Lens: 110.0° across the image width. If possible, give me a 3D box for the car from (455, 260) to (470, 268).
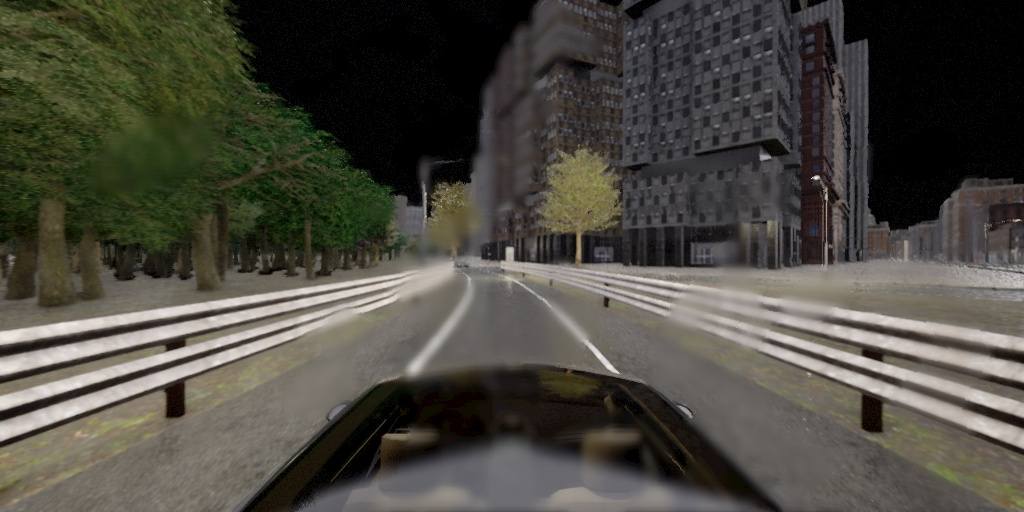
[{"bbox_3d":[-8.331,1.322,58.535,1.895,1.301,4.718,0,0,-20],"label":"car"}]
